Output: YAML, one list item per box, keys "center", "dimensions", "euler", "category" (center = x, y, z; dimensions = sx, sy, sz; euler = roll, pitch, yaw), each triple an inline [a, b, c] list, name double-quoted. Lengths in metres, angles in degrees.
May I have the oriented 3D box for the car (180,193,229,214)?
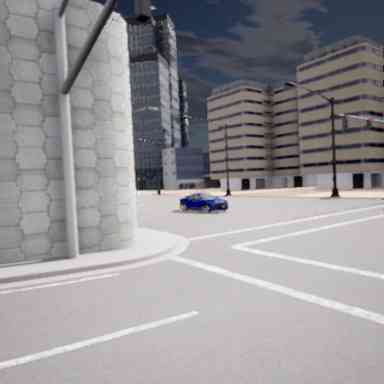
- center: [0.895, 0.809, 26.823]
  dimensions: [1.882, 1.535, 5.008]
  euler: [-4, 2, -35]
  category: "car"
